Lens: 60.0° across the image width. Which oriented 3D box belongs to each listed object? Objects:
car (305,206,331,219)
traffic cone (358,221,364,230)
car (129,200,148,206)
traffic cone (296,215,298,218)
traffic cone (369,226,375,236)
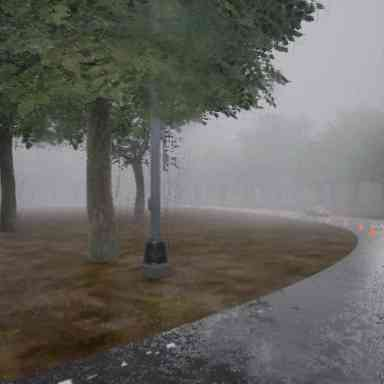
[{"bbox_3d":[15.766,2.518,41.901,1.837,1.490,4.892,-2,-2,-2],"label":"car"},{"bbox_3d":[12.109,2.412,23.855,0.340,0.580,0.340,-2,-2,16],"label":"traffic cone"},{"bbox_3d":[-13.774,2.832,87.149,5.357,1.411,2.033,-1,1,14],"label":"car"},{"bbox_3d":[13.555,3.066,42.937,0.340,0.580,0.340,-2,-2,-1],"label":"traffic cone"},{"bbox_3d":[10.557,2.286,19.436,0.340,0.580,0.340,-2,-2,23],"label":"traffic cone"}]
